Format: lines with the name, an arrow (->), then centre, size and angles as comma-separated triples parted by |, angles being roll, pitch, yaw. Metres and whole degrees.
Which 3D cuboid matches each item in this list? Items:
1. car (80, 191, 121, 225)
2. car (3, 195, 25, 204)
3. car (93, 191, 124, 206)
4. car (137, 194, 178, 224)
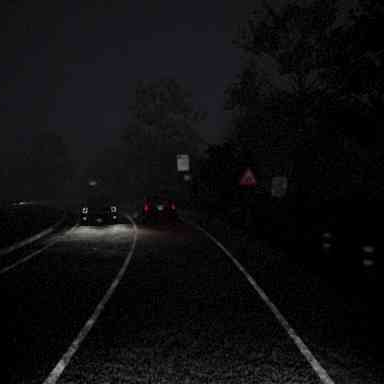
car -> -5.784, 0.977, 20.789 | 2.097, 1.767, 4.553 | -2, 2, -16
car -> -29.585, 1.234, 55.163 | 4.181, 1.385, 1.994 | -2, 4, 37
car -> -9.881, 0.663, 38.946 | 2.128, 1.511, 4.902 | -4, 3, -31
car -> -2.321, 0.893, 21.045 | 2.097, 1.767, 4.553 | -2, 2, -14
